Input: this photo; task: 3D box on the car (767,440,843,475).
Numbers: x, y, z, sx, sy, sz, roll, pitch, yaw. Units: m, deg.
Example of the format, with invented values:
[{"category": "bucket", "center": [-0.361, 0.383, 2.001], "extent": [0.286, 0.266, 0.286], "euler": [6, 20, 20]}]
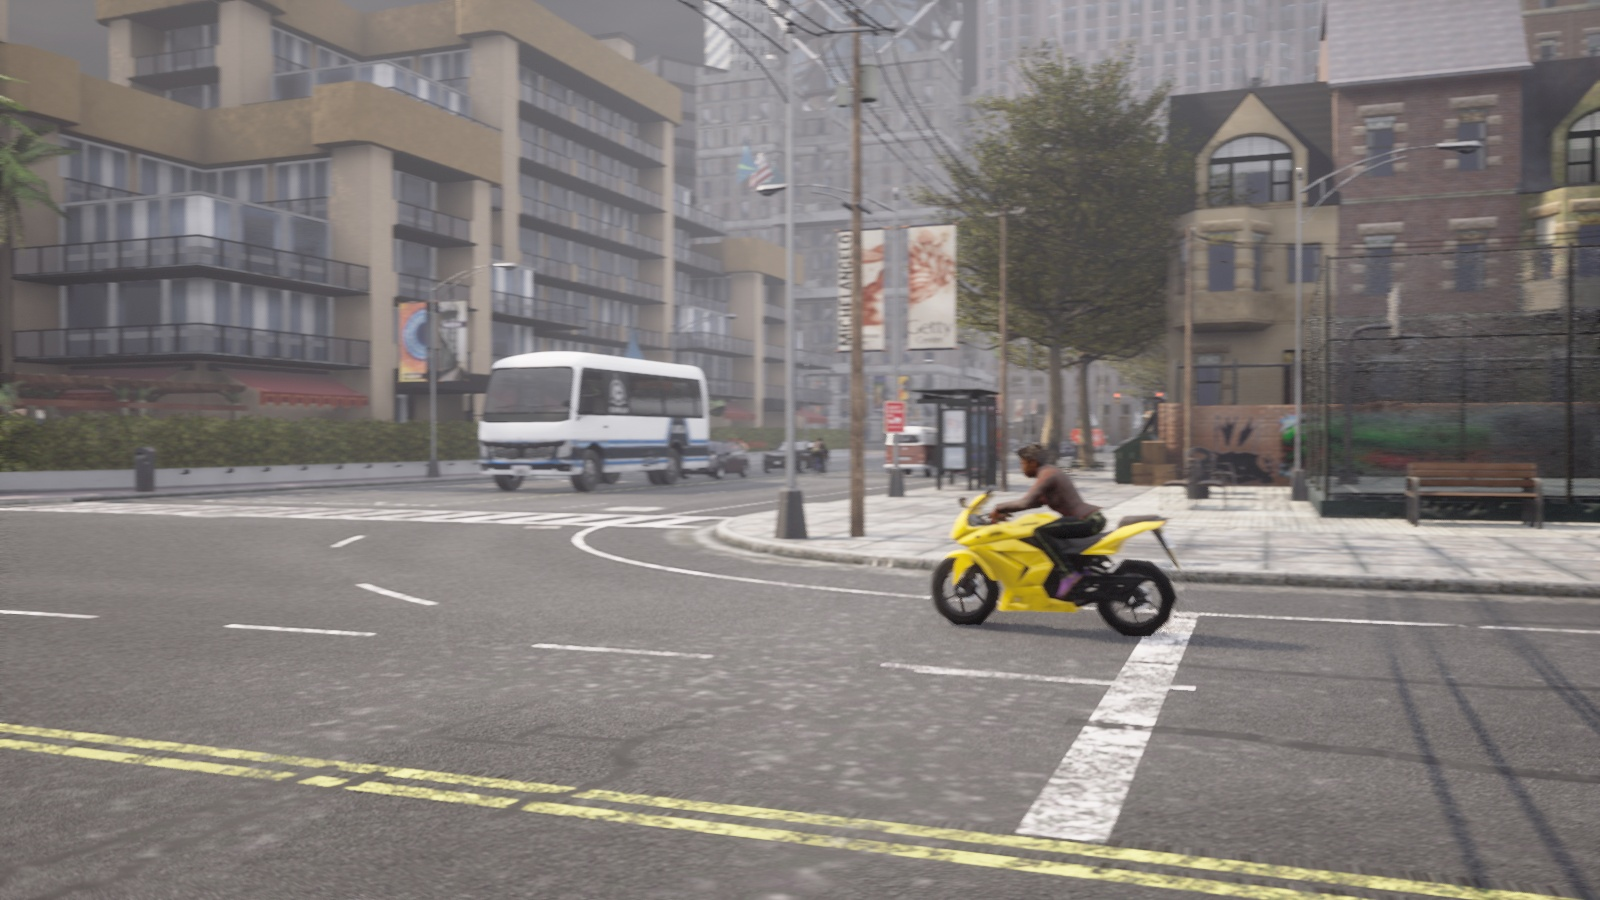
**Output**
[{"category": "car", "center": [0.306, 0.304, 58.075], "extent": [1.882, 1.535, 5.008], "euler": [1, 1, 21]}]

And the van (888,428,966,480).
[{"category": "van", "center": [5.293, 0.133, 51.804], "extent": [2.069, 2.038, 4.480], "euler": [1, 1, 21]}]

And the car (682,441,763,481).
[{"category": "car", "center": [-3.003, 0.397, 49.355], "extent": [1.845, 1.501, 3.633], "euler": [1, 1, 21]}]

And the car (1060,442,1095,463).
[{"category": "car", "center": [19.884, 0.175, 89.950], "extent": [1.816, 1.474, 4.193], "euler": [1, 1, 21]}]

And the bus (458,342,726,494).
[{"category": "bus", "center": [-6.303, -0.937, 40.710], "extent": [3.944, 4.253, 10.273], "euler": [1, 1, 20]}]

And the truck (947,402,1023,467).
[{"category": "truck", "center": [11.621, -0.947, 78.008], "extent": [2.891, 3.827, 8.468], "euler": [1, 1, 21]}]

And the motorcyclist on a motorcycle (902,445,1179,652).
[{"category": "motorcyclist on a motorcycle", "center": [1.934, 0.735, 10.146], "extent": [2.044, 1.523, 0.797], "euler": [1, 0, 27]}]
